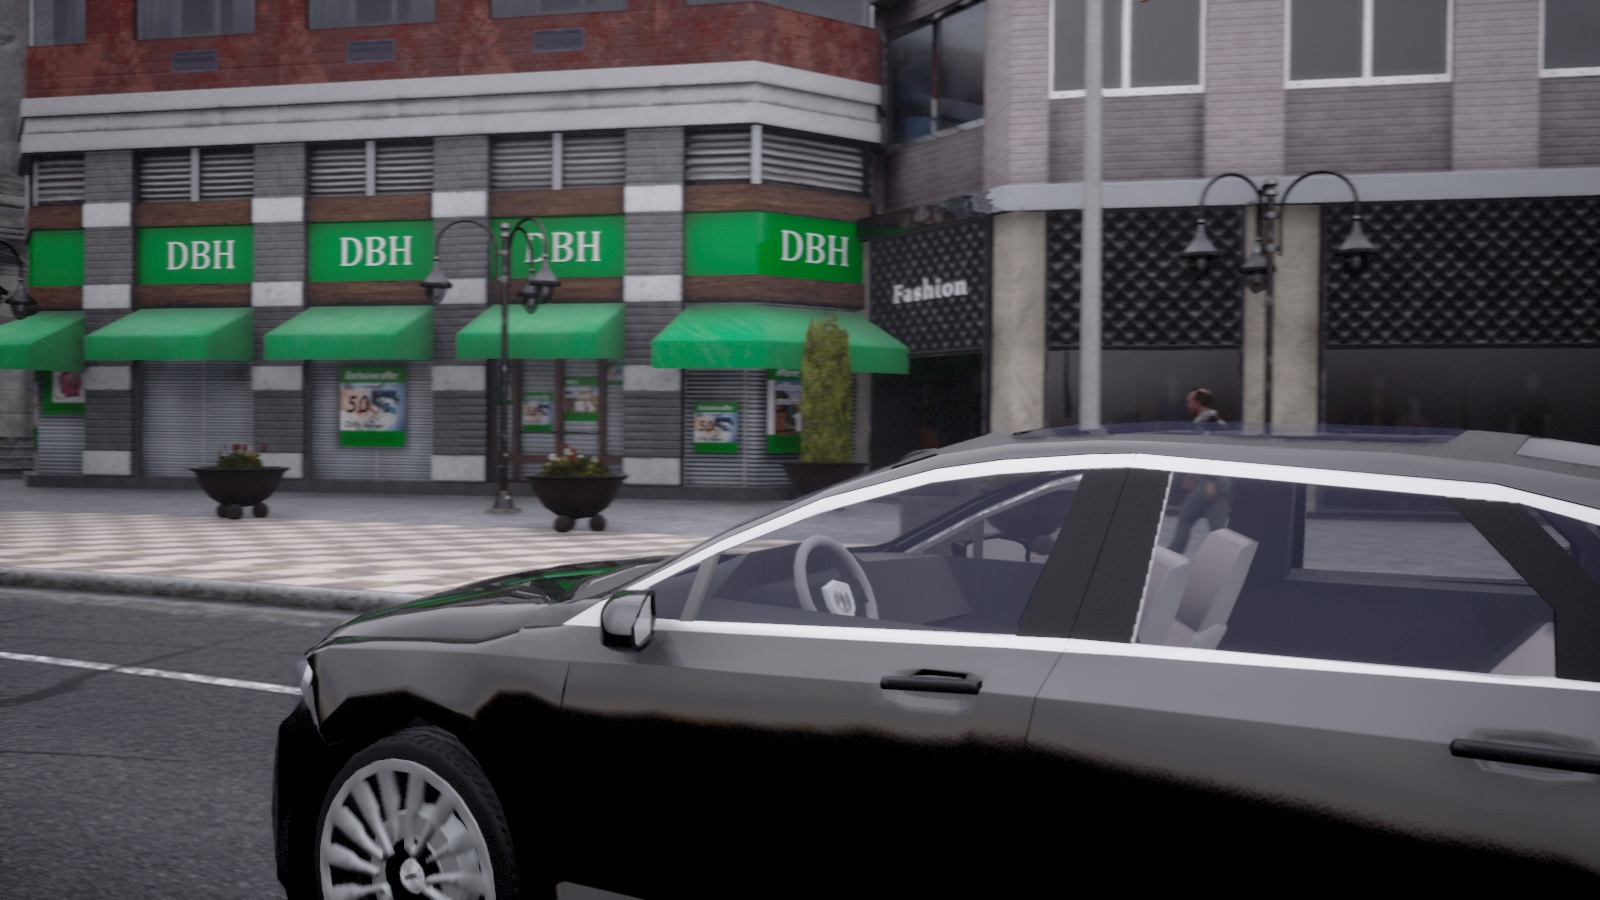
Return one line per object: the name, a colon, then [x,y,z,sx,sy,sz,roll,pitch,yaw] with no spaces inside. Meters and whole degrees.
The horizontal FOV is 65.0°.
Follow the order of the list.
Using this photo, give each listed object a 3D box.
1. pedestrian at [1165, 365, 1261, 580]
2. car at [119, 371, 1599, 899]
pedestrian: [3.680,0.191,11.199,0.720,1.854,0.376,0,1,40]
car: [0.759,0.636,3.077,4.902,1.511,2.128,0,1,32]
